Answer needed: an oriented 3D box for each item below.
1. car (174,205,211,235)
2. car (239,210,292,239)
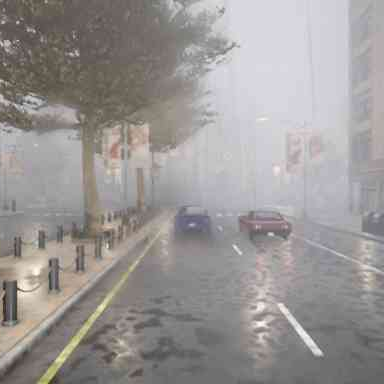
[{"bbox_3d":[0.050,1.448,18.469,1.882,1.535,5.008,0,0,0],"label":"car"},{"bbox_3d":[3.538,1.573,16.977,1.895,1.301,4.718,0,0,1],"label":"car"}]
